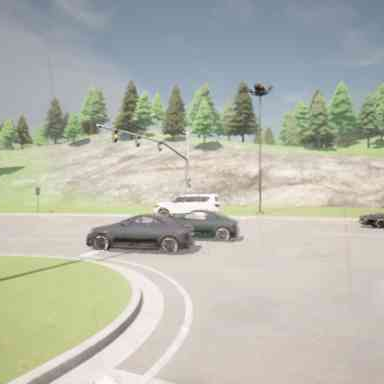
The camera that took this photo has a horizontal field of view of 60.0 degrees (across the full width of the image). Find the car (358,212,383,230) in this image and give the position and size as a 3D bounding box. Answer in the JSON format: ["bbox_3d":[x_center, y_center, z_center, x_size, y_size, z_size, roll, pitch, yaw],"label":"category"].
[{"bbox_3d":[12.936,1.534,19.777,5.357,1.411,2.033,0,0,18],"label":"car"}]

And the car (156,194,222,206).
[{"bbox_3d":[-0.287,1.210,26.994,5.566,2.045,2.150,0,0,13],"label":"car"}]

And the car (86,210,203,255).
[{"bbox_3d":[-1.928,1.559,12.988,4.181,1.385,1.994,0,0,14],"label":"car"}]

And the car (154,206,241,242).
[{"bbox_3d":[0.239,1.557,16.052,4.181,1.385,1.994,0,0,14],"label":"car"}]
